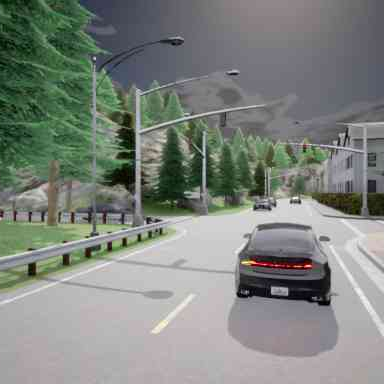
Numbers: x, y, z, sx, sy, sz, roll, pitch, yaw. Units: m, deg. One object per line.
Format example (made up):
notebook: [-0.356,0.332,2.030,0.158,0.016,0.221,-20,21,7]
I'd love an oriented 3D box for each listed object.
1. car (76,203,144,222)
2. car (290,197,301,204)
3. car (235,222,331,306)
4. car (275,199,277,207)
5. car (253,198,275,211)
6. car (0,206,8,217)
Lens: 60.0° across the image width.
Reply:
car: [-6.588,1.563,26.339,5.357,1.411,2.033,0,0,17]
car: [19.446,1.564,62.498,1.994,1.385,4.181,0,0,18]
car: [2.269,1.505,8.188,1.837,1.490,4.892,0,0,17]
car: [11.814,1.564,50.606,1.994,1.385,4.181,0,0,18]
car: [8.786,1.564,41.075,1.994,1.385,4.181,0,0,18]
car: [-19.018,1.541,30.190,4.674,1.442,1.812,0,0,18]
